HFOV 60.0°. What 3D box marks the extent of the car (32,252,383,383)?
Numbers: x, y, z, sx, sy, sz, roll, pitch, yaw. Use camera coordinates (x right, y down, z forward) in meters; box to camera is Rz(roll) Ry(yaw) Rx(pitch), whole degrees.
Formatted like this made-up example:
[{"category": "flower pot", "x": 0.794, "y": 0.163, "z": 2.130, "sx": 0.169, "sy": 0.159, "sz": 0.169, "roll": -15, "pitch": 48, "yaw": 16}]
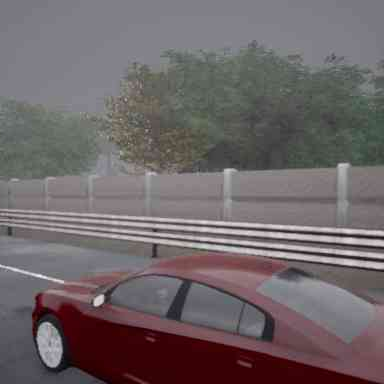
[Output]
[{"category": "car", "x": 0.076, "y": 1.480, "z": 3.940, "sx": 5.008, "sy": 1.535, "sz": 1.882, "roll": 0, "pitch": 0, "yaw": 35}]
